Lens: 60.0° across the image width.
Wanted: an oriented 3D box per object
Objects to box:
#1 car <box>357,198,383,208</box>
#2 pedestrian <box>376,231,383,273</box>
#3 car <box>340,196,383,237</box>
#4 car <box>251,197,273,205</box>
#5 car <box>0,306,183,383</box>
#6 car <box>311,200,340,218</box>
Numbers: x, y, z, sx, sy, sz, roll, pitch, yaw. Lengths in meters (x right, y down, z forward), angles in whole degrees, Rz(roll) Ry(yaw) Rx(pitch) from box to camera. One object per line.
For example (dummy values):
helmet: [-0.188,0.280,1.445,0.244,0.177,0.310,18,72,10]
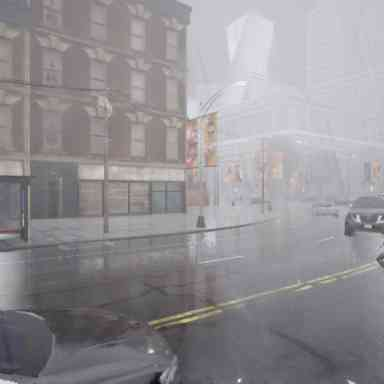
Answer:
car: [26.110,1.595,47.970,1.895,1.301,4.718,0,0,-6]
pedestrian: [5.334,1.574,9.009,0.375,1.300,0.375,0,0,-39]
car: [9.683,1.221,17.466,2.150,2.045,5.566,0,0,36]
car: [12.146,1.564,58.100,1.994,1.385,4.181,0,0,-25]
car: [-2.298,1.491,2.098,4.902,1.511,2.128,0,0,-36]
car: [11.930,1.601,29.941,1.895,1.301,4.718,0,0,14]
